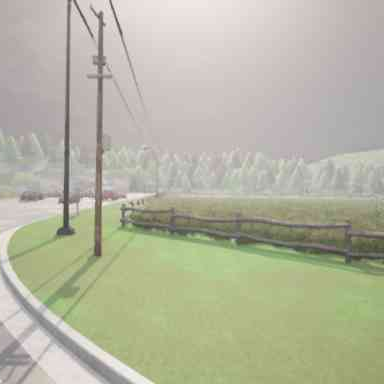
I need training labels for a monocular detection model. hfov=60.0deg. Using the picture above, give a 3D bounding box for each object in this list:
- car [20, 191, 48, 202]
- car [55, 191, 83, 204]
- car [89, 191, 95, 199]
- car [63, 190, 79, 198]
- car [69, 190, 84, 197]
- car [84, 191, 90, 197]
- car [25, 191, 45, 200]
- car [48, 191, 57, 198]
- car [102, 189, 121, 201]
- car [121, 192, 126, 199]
[{"bbox_3d":[-24.695,0.563,51.604,2.097,1.767,4.553,1,1,-3],"label":"car"},{"bbox_3d":[-17.436,0.928,47.271,1.994,1.385,4.181,1,0,-3],"label":"car"},{"bbox_3d":[-18.640,0.675,67.168,1.882,1.535,5.008,1,1,-3],"label":"car"},{"bbox_3d":[-25.965,0.397,71.598,2.097,1.767,4.553,1,0,-3],"label":"car"},{"bbox_3d":[-21.830,0.696,60.786,1.837,1.490,4.892,1,0,-3],"label":"car"},{"bbox_3d":[-22.436,0.477,71.187,2.033,1.411,5.357,1,0,-3],"label":"car"},{"bbox_3d":[-28.871,0.594,61.343,1.812,1.442,4.674,1,0,-3],"label":"car"},{"bbox_3d":[-29.450,0.539,71.192,1.994,1.385,4.181,1,0,-3],"label":"car"},{"bbox_3d":[-14.603,0.550,58.884,2.150,2.045,5.566,1,1,-3],"label":"car"},{"bbox_3d":[-15.492,0.738,72.291,1.812,1.442,4.674,1,0,-3],"label":"car"}]
